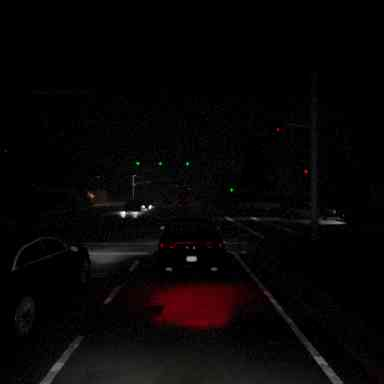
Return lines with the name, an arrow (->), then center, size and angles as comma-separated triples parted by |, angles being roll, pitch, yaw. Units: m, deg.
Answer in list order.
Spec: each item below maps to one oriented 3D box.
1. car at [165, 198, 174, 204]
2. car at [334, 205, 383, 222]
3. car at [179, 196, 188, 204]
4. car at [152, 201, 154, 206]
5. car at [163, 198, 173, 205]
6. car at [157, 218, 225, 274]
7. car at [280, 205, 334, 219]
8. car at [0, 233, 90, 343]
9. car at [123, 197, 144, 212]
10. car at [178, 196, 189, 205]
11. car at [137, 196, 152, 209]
car -> -5.651, 2.270, 84.335 | 2.033, 1.411, 5.357 | 0, 0, -1
car -> 14.774, 1.808, 28.111 | 4.181, 1.385, 1.994 | 0, 0, -2
car -> -2.145, 1.953, 84.135 | 2.150, 2.045, 5.566 | 0, 0, -1
car -> -8.723, 2.138, 66.331 | 1.994, 1.385, 4.181 | 0, 0, -1
car -> -5.385, 2.164, 74.028 | 2.128, 1.511, 4.902 | 0, 0, -1
car -> -0.048, 1.573, 10.940 | 1.882, 1.535, 5.008 | 0, -1, -1
car -> 10.879, 1.874, 31.501 | 4.718, 1.301, 1.895 | 0, 0, -2
car -> -3.478, 1.550, 6.523 | 2.128, 1.511, 4.902 | 0, 0, 0
car -> -8.286, 1.879, 46.277 | 1.882, 1.535, 5.008 | 0, 0, -1
car -> -1.867, 1.861, 73.403 | 2.150, 2.045, 5.566 | 0, 0, -1
car -> -8.519, 1.709, 56.264 | 2.150, 2.045, 5.566 | 0, 0, -1
